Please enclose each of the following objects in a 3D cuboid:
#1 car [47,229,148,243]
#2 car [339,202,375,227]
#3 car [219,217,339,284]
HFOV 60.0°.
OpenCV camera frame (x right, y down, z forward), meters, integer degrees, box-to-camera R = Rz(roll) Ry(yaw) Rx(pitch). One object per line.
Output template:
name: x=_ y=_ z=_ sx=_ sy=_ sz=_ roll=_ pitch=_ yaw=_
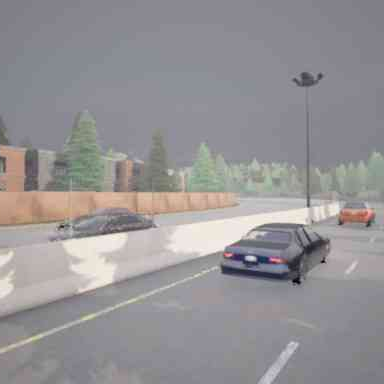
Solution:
car: x=-3.490 y=1.637 z=13.566 sx=1.837 sy=1.490 sz=4.892 roll=0 pitch=-1 yaw=33
car: x=12.457 y=1.542 z=25.043 sx=2.097 sy=1.767 sz=4.553 roll=0 pitch=-1 yaw=33
car: x=2.740 y=1.630 z=9.942 sx=2.033 sy=1.411 sz=5.357 roll=0 pitch=-1 yaw=33
